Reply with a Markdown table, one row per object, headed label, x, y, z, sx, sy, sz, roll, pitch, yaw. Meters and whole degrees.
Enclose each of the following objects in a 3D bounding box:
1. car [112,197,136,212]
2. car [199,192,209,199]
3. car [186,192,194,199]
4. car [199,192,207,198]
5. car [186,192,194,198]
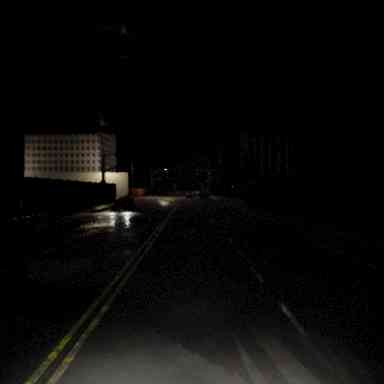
| label | x | y | z | sx | sy | sz | roll | pitch | yaw |
| --- | --- | --- | --- | --- | --- | --- | --- | --- | --- |
| car | -7.201 | 1.279 | 35.667 | 1.812 | 1.442 | 4.674 | 0 | 0 | 0 |
| car | 3.036 | 0.810 | 80.276 | 1.882 | 1.535 | 5.008 | 0 | 0 | 0 |
| car | -0.466 | 0.944 | 80.703 | 1.895 | 1.301 | 4.718 | 0 | 0 | 0 |
| car | 2.974 | 0.734 | 90.756 | 2.128 | 1.511 | 4.902 | 0 | 0 | 0 |
| car | -0.525 | 0.782 | 90.736 | 1.994 | 1.385 | 4.181 | 0 | 0 | 0 |
